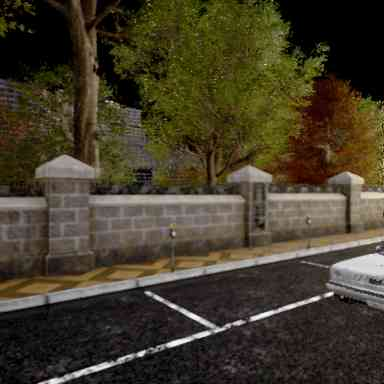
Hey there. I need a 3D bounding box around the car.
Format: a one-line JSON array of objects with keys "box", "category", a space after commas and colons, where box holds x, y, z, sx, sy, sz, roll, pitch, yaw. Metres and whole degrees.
[{"box": [4.868, 1.574, 6.854, 4.718, 1.301, 1.895, 0, 0, -36], "category": "car"}]
